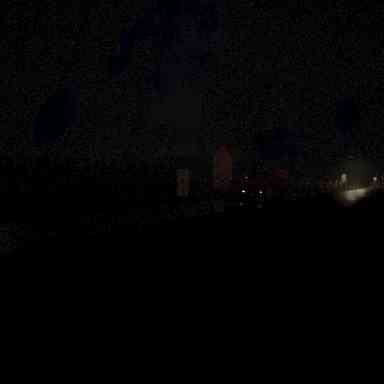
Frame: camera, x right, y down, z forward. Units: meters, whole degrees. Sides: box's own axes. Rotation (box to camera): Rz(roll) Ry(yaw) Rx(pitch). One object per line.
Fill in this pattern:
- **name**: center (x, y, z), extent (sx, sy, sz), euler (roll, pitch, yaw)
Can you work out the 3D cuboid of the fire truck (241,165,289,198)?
- **fire truck**: center (9.270, -1.346, 41.212), extent (2.891, 3.827, 8.468), euler (3, 4, 36)
